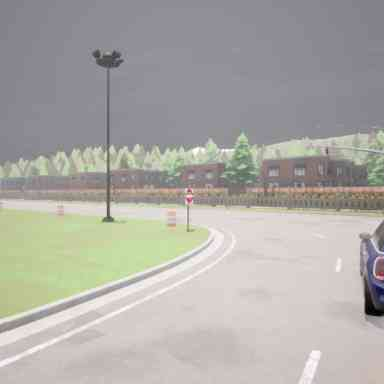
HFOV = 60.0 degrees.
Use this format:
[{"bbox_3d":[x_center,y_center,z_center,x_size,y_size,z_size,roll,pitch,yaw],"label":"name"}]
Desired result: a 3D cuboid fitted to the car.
[{"bbox_3d":[4.802,1.352,7.108,2.097,1.767,4.553,0,0,26],"label":"car"}]
